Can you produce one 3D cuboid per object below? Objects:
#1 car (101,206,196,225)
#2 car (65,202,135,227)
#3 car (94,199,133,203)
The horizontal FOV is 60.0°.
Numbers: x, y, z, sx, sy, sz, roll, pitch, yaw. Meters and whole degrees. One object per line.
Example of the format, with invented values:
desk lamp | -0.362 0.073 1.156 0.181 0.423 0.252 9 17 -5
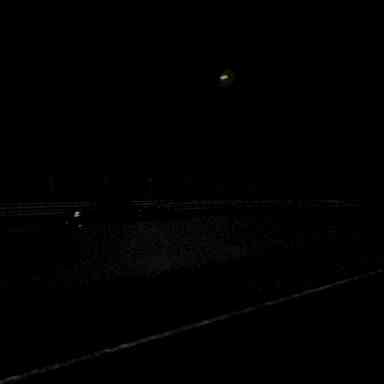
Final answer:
car | -1.659 1.497 15.163 4.181 1.385 1.994 -1 0 -35
car | -3.722 1.477 17.990 5.357 1.411 2.033 -1 0 -35
car | -5.558 1.277 20.977 4.553 1.767 2.097 -1 0 -35
